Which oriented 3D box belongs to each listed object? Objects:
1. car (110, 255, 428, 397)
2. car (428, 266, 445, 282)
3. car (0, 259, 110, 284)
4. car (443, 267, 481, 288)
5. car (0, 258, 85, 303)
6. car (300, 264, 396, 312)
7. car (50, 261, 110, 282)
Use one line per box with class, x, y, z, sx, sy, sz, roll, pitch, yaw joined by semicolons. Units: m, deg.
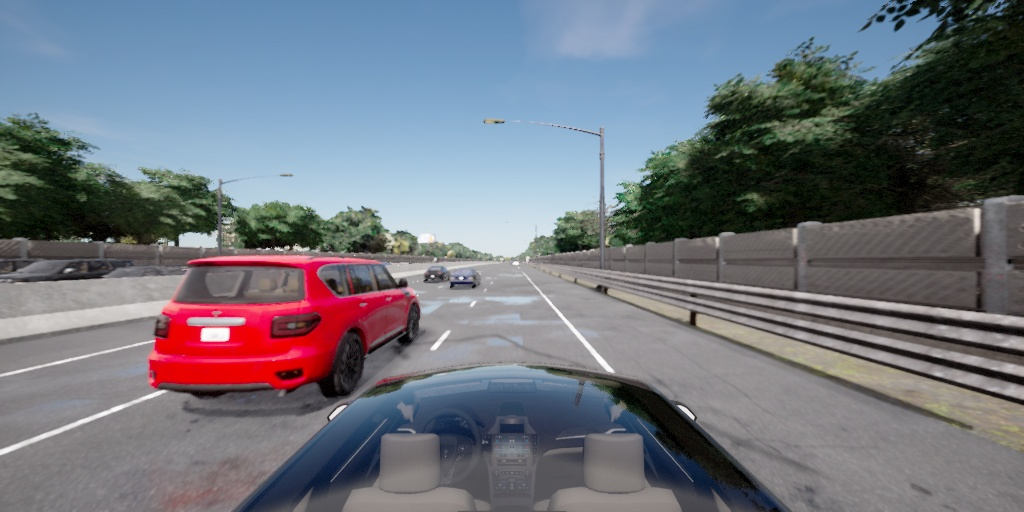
car;-3.406;1.028;6.802;2.150;2.045;5.566;0;-1;0
car;-6.900;1.620;33.436;1.812;1.442;4.674;0;-1;0
car;-21.101;1.141;17.008;2.150;2.045;5.566;0;-1;0
car;-3.401;1.570;26.590;2.033;1.411;5.357;0;-1;0
car;-24.600;1.140;16.956;2.150;2.045;5.566;0;-1;0
car;-6.901;1.257;15.728;2.097;1.767;4.553;0;-1;0
car;-17.601;1.269;16.840;2.097;1.767;4.553;0;-1;0
